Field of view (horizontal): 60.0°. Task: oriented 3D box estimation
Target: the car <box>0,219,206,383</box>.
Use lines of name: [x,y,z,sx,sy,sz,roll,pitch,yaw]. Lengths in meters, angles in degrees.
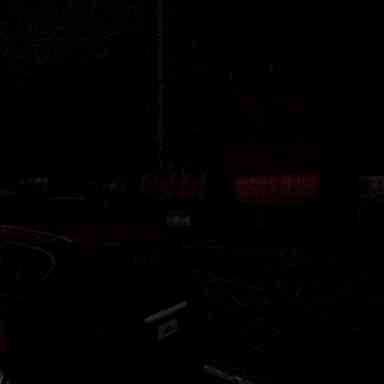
car: [-2.162,1.287,4.368,5.009,1.841,2.192,0,0,36]
